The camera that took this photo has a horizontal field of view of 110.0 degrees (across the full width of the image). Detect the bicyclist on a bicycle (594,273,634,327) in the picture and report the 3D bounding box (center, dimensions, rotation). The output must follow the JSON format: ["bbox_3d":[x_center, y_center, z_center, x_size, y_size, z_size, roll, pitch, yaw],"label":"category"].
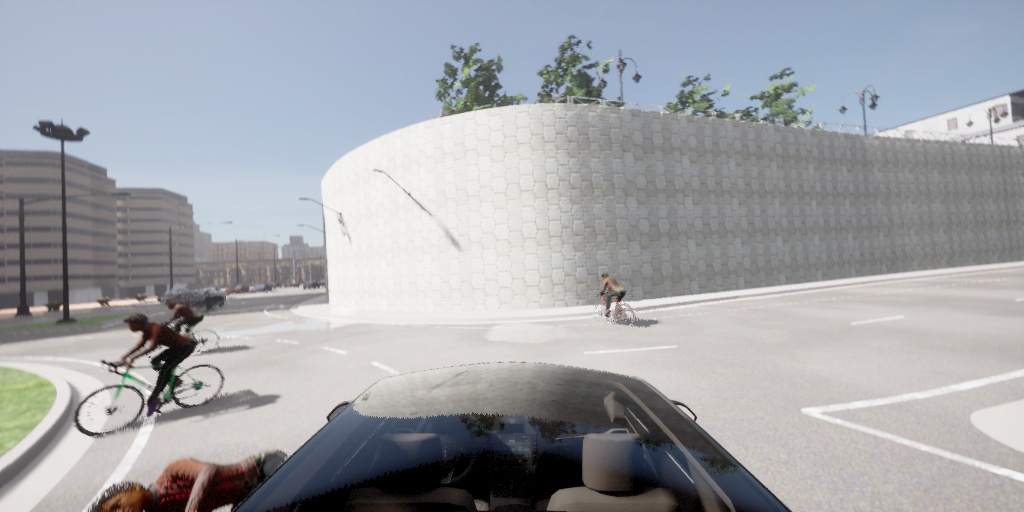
[{"bbox_3d":[3.052,1.336,11.002,0.582,1.620,1.656,-2,-4,-31],"label":"bicyclist on a bicycle"}]

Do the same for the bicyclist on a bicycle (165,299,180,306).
[{"bbox_3d":[-9.338,2.030,10.119,1.656,1.620,0.582,-5,-1,-26],"label":"bicyclist on a bicycle"}]

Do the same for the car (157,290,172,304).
[{"bbox_3d":[-40.604,4.834,43.483,2.128,1.511,4.902,-3,-2,-16],"label":"car"}]

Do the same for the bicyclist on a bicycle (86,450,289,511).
[{"bbox_3d":[-1.654,1.668,2.271,1.620,0.582,1.656,15,-5,2],"label":"bicyclist on a bicycle"}]

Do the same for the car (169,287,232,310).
[{"bbox_3d":[-24.543,3.475,28.529,2.128,1.511,4.902,-3,-2,-24],"label":"car"}]

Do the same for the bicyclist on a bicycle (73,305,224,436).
[{"bbox_3d":[-5.384,1.666,5.414,0.582,1.620,1.656,-4,0,32],"label":"bicyclist on a bicycle"}]

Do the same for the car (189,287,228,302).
[{"bbox_3d":[-37.113,4.680,43.975,1.812,1.442,4.674,-3,-2,-16],"label":"car"}]
